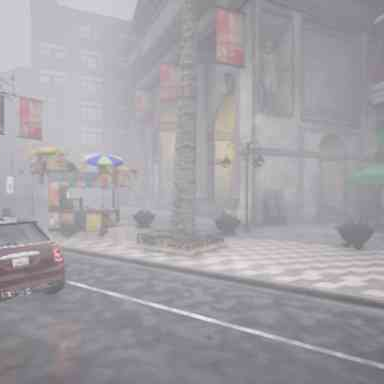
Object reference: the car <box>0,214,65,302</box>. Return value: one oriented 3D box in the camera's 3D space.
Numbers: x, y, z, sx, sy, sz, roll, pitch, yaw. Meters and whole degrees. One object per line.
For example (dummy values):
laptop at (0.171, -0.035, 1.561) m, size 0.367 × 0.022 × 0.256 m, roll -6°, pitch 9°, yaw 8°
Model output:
car at (-4.901, 1.304, 7.416) m, size 4.553 × 1.767 × 2.097 m, roll 0°, pitch 0°, yaw 36°
